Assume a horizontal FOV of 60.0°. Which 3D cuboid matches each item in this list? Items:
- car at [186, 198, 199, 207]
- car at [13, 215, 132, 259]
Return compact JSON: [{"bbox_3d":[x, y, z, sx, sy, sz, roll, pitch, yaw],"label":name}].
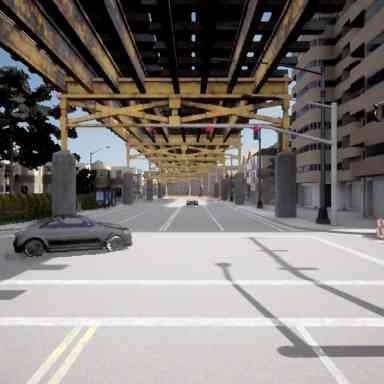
[{"bbox_3d":[0.053,1.601,52.214,1.895,1.301,4.718,0,0,0],"label":"car"},{"bbox_3d":[-4.421,1.564,12.623,4.181,1.385,1.994,0,0,-24],"label":"car"}]
